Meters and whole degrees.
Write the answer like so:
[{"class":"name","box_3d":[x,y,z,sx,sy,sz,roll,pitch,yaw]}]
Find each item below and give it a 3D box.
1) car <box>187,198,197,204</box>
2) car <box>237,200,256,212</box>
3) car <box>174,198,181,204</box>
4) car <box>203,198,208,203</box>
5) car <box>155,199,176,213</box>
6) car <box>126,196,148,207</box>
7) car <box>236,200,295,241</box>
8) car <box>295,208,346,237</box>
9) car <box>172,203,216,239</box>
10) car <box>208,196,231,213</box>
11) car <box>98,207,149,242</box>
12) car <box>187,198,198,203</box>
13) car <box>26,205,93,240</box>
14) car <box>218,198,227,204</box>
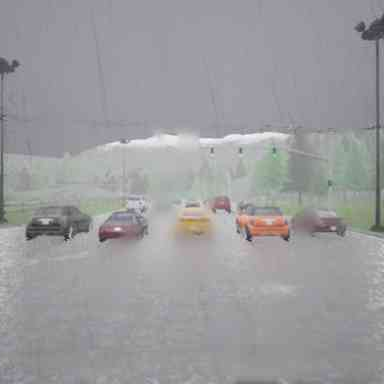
[{"class":"car","box_3d":[-0.006,2.071,76.530,2.033,1.411,5.357,0,0,0]},{"class":"car","box_3d":[7.095,1.830,43.724,1.812,1.442,4.674,0,0,0]},{"class":"car","box_3d":[-3.506,2.073,74.978,1.994,1.385,4.181,0,0,0]},{"class":"car","box_3d":[3.494,2.045,75.024,1.812,1.442,4.674,0,0,0]},{"class":"car","box_3d":[-3.404,1.887,41.162,1.895,1.301,4.718,0,0,0]},{"class":"car","box_3d":[-6.905,1.513,41.963,2.150,2.045,5.566,0,0,0]},{"class":"car","box_3d":[3.599,1.475,17.635,2.097,1.767,4.553,0,0,0]},{"class":"car","box_3d":[7.098,1.658,18.974,1.812,1.442,4.674,0,0,0]},{"class":"car","box_3d":[0.099,1.605,18.254,1.882,1.535,5.008,0,0,0]},{"class":"car","box_3d":[3.596,1.514,42.020,2.150,2.045,5.566,0,0,0]},{"class":"car","box_3d":[-3.402,1.684,17.235,1.994,1.385,4.181,0,0,0]},{"class":"car","box_3d":[0.082,1.830,43.730,1.812,1.442,4.674,0,0,0]},{"class":"car","box_3d":[-6.901,1.476,17.802,2.097,1.767,4.553,0,0,0]},{"class":"car","box_3d":[6.994,2.056,76.563,1.812,1.442,4.674,0,0,0]}]
